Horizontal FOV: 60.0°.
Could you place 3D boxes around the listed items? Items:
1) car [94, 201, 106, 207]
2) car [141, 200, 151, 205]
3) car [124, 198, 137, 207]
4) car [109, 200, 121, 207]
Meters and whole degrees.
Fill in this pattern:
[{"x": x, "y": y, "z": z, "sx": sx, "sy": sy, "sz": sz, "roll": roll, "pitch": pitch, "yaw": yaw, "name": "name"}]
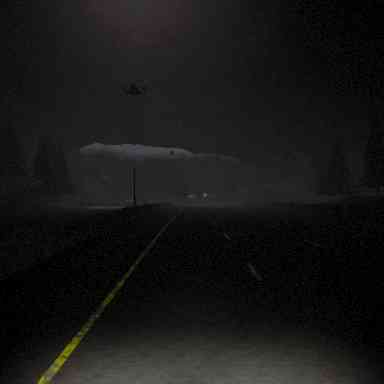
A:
[{"x": -20.980, "y": 2.677, "z": 76.042, "sx": 1.994, "sy": 1.385, "sz": 4.181, "roll": 0, "pitch": -2, "yaw": 0, "name": "car"}, {"x": -10.481, "y": 2.589, "z": 76.040, "sx": 1.837, "sy": 1.490, "sz": 4.892, "roll": 0, "pitch": -2, "yaw": 0, "name": "car"}, {"x": -13.981, "y": 2.325, "z": 76.019, "sx": 2.150, "sy": 2.045, "sz": 5.566, "roll": 0, "pitch": -2, "yaw": 0, "name": "car"}, {"x": -17.480, "y": 2.636, "z": 76.041, "sx": 1.812, "sy": 1.442, "sz": 4.674, "roll": 0, "pitch": -2, "yaw": 0, "name": "car"}]
